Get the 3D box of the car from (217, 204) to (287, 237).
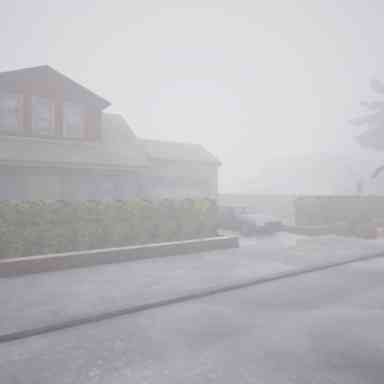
[{"bbox_3d":[2.235,1.355,16.975,2.033,1.415,5.357,0,0,-33],"label":"car"}]
